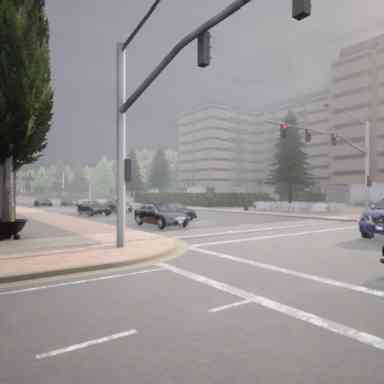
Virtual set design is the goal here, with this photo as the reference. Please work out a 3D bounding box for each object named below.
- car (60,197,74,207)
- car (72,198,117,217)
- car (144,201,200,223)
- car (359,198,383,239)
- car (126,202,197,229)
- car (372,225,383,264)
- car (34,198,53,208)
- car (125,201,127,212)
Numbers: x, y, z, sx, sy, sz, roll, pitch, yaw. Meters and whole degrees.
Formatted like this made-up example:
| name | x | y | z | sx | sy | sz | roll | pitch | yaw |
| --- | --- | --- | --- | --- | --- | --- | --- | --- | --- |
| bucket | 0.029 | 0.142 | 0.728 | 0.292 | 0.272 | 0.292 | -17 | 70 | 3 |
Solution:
| name | x | y | z | sx | sy | sz | roll | pitch | yaw |
| --- | --- | --- | --- | --- | --- | --- | --- | --- | --- |
| car | -18.565 | 1.491 | 50.478 | 2.128 | 1.511 | 4.902 | 0 | 0 | -35 |
| car | -9.412 | 1.546 | 31.702 | 2.033 | 1.411 | 5.357 | 0 | 0 | -36 |
| car | -1.785 | 1.546 | 27.120 | 2.033 | 1.411 | 5.357 | 0 | 0 | -36 |
| car | 10.327 | 1.219 | 16.225 | 5.566 | 2.045 | 2.150 | 0 | 0 | -39 |
| car | -2.076 | 1.490 | 21.528 | 2.128 | 1.511 | 4.902 | 0 | 0 | -35 |
| car | 7.185 | 1.599 | 9.313 | 4.718 | 1.301 | 1.895 | 0 | 0 | -38 |
| car | -22.248 | 1.546 | 49.631 | 2.033 | 1.411 | 5.357 | 0 | 0 | -35 |
| car | -8.021 | 1.489 | 35.761 | 2.128 | 1.511 | 4.902 | 0 | 0 | -36 |
